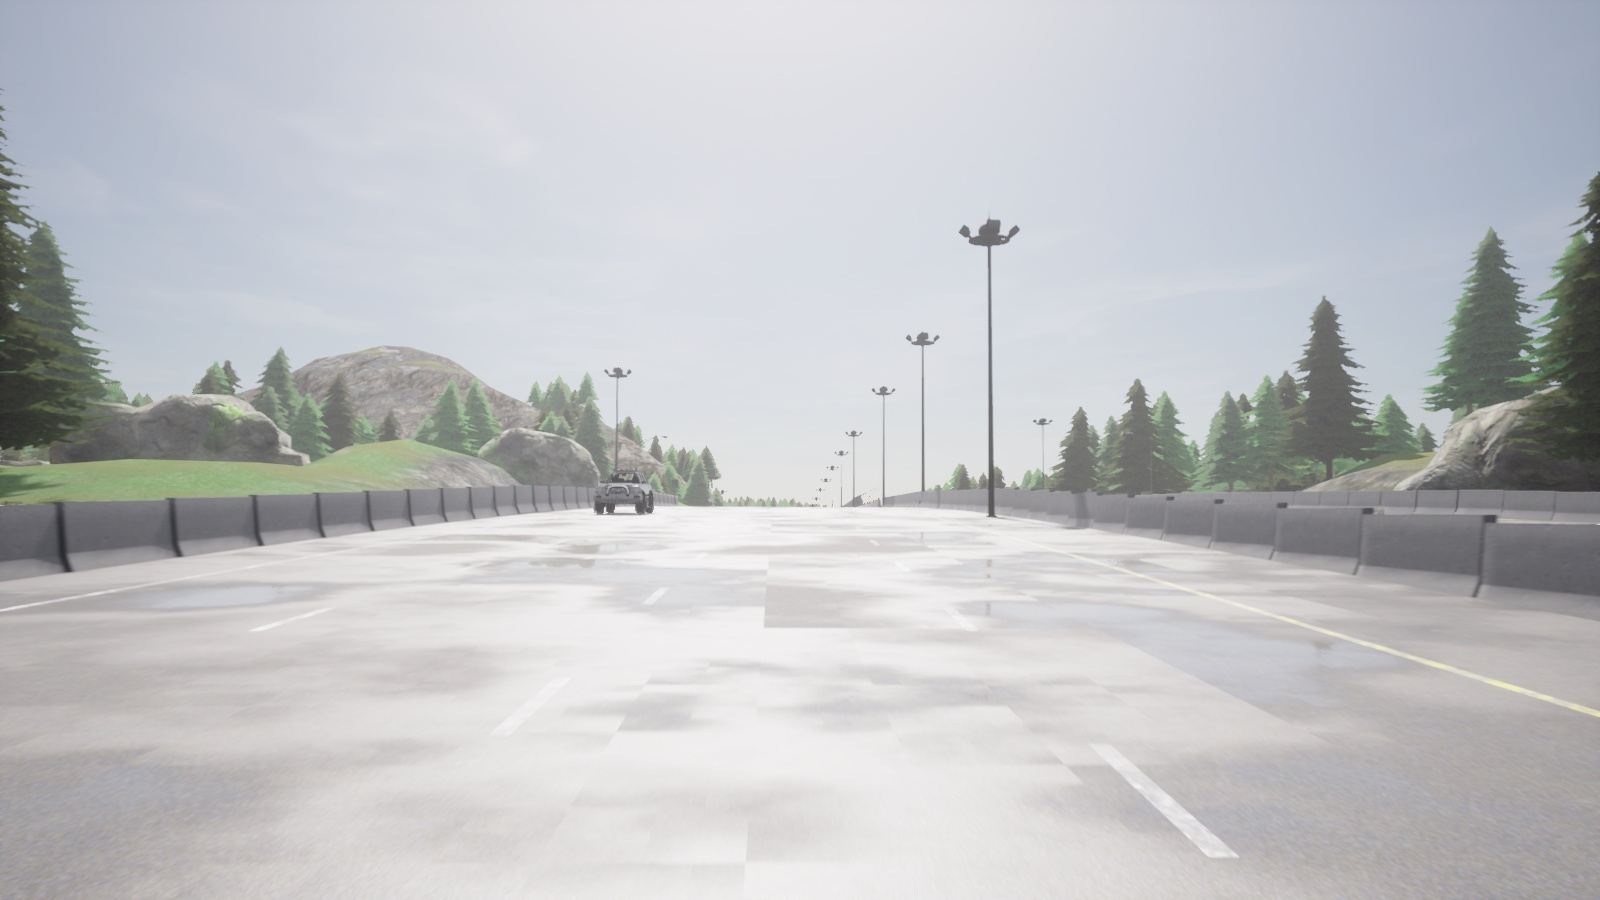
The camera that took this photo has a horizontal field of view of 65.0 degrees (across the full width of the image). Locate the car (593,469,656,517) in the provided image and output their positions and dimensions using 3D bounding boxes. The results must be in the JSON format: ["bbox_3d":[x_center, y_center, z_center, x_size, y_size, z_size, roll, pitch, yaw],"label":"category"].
[{"bbox_3d":[-7.125,1.744,51.290,1.932,1.855,4.605,0,-2,0],"label":"car"}]
